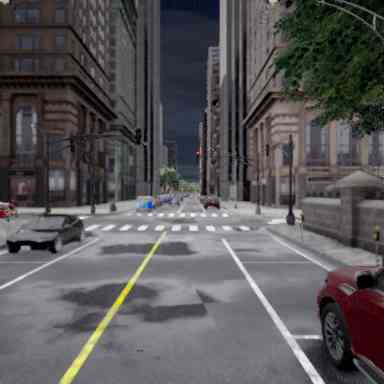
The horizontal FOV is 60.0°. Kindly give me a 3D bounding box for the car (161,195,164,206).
[{"bbox_3d":[-5.782,1.632,51.252,1.887,1.381,4.507,0,0,0],"label":"car"}]

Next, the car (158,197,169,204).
[{"bbox_3d":[-5.788,1.675,67.577,1.887,1.381,4.507,0,0,0],"label":"car"}]

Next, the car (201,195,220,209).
[{"bbox_3d":[2.746,1.389,45.824,2.192,1.841,5.009,0,0,0],"label":"car"}]

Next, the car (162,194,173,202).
[{"bbox_3d":[-5.792,1.475,78.460,2.192,1.841,5.009,0,0,0],"label":"car"}]

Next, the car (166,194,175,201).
[{"bbox_3d":[-5.796,1.504,89.342,2.192,1.841,5.009,0,0,0],"label":"car"}]

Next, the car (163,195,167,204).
[{"bbox_3d":[-5.784,1.667,56.694,1.947,1.339,4.313,0,0,0],"label":"car"}]

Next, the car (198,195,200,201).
[{"bbox_3d":[2.737,1.682,67.587,2.008,1.369,4.403,0,0,0],"label":"car"}]

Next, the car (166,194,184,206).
[{"bbox_3d":[-3.070,1.596,58.038,2.128,1.511,4.902,0,0,1],"label":"car"}]

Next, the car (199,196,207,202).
[{"bbox_3d":[2.731,1.756,83.909,1.802,1.307,4.206,0,0,0],"label":"car"}]

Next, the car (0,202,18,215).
[{"bbox_3d":[-16.539,1.123,25.734,5.566,2.045,2.150,3,0,0],"label":"car"}]

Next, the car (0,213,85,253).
[{"bbox_3d":[-5.767,1.583,13.713,1.947,1.339,4.313,0,0,0],"label":"car"}]

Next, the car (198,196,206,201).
[{"bbox_3d":[2.728,1.734,89.349,1.887,1.381,4.507,0,0,0],"label":"car"}]

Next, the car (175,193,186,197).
[{"bbox_3d":[-3.029,1.229,74.038,2.150,2.045,5.566,0,0,0],"label":"car"}]

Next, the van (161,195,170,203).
[{"bbox_3d":[-5.790,1.486,73.018,1.690,1.788,3.998,0,0,0],"label":"van"}]

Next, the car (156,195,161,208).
[{"bbox_3d":[-5.779,1.514,45.812,1.967,1.590,4.097,0,0,0],"label":"car"}]

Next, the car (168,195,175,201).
[{"bbox_3d":[-5.799,1.647,94.783,1.967,1.590,4.097,0,0,0],"label":"car"}]

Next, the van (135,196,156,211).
[{"bbox_3d":[-5.777,1.403,40.371,1.690,1.788,3.998,0,0,0],"label":"van"}]

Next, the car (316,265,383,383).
[{"bbox_3d":[2.764,1.319,2.680,2.192,1.841,5.009,0,0,0],"label":"car"}]
